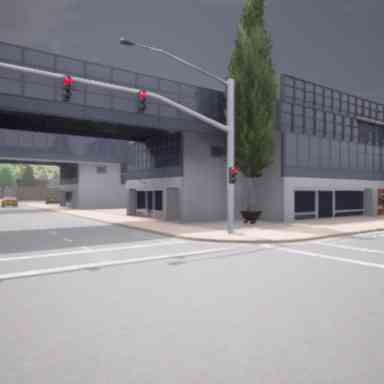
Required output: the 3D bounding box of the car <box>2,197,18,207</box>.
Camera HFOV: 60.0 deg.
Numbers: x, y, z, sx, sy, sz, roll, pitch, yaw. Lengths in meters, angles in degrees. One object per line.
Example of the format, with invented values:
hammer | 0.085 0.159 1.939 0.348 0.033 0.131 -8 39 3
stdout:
car | -27.410 1.487 50.081 1.882 1.535 5.008 0 0 -33
